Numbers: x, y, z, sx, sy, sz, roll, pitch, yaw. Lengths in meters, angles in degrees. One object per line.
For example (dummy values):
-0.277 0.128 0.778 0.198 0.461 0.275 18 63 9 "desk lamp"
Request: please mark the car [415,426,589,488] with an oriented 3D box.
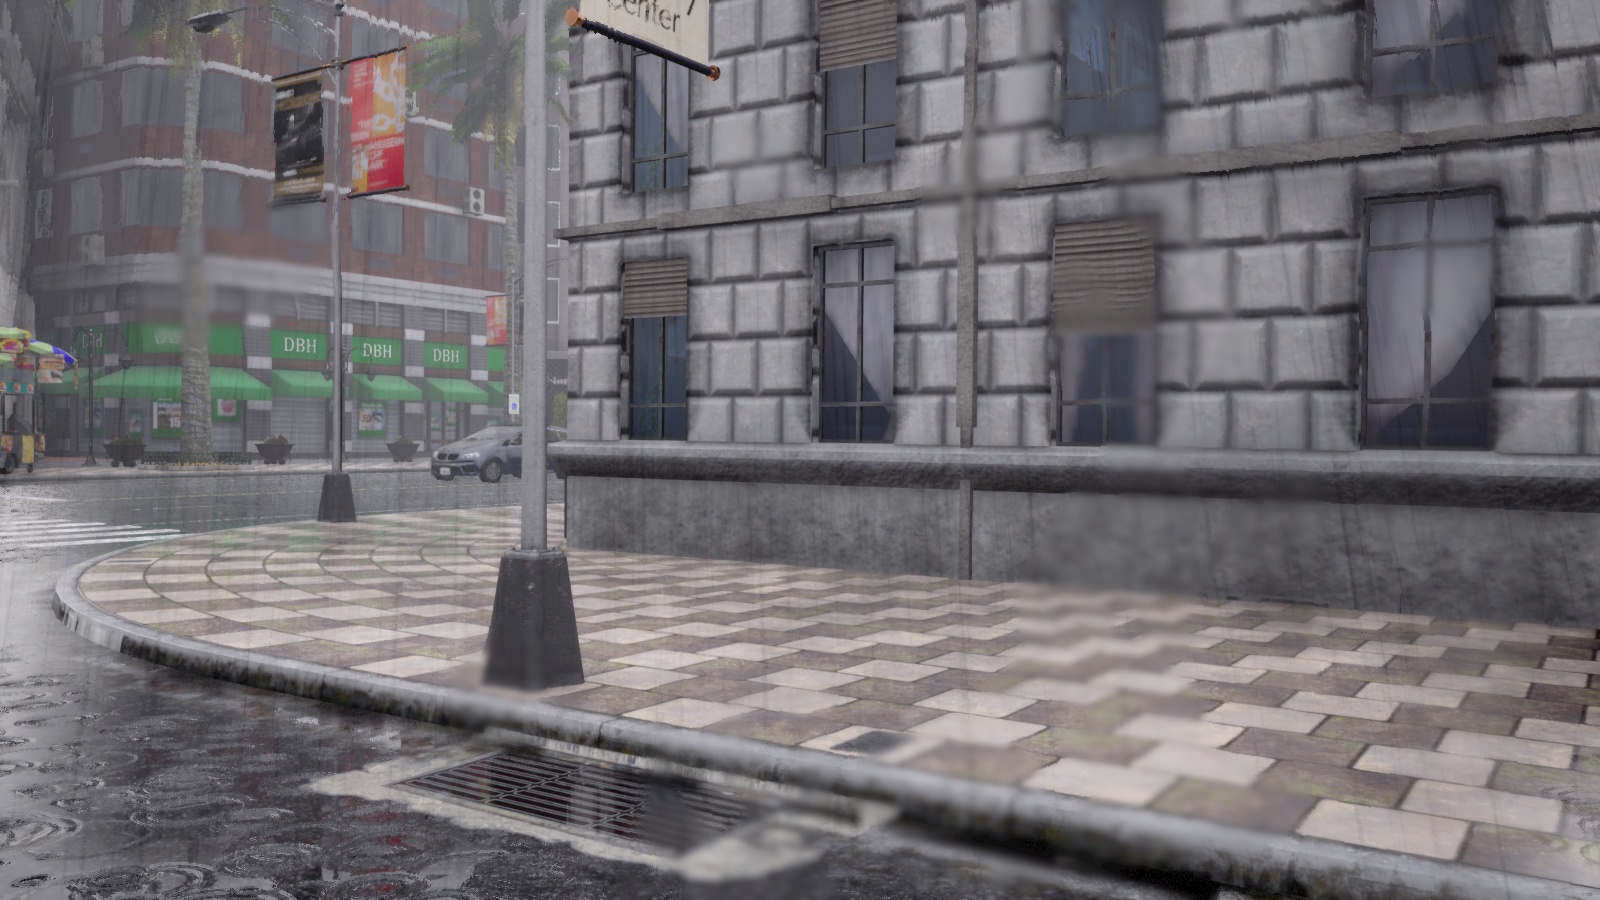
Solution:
-8.609 0.153 36.657 2.242 1.667 4.611 0 1 34 "car"
